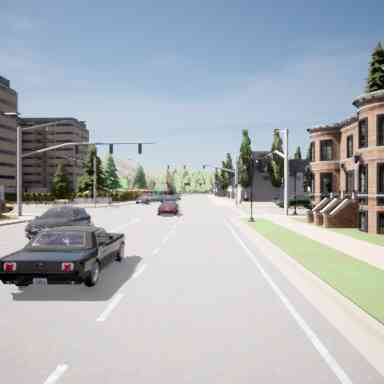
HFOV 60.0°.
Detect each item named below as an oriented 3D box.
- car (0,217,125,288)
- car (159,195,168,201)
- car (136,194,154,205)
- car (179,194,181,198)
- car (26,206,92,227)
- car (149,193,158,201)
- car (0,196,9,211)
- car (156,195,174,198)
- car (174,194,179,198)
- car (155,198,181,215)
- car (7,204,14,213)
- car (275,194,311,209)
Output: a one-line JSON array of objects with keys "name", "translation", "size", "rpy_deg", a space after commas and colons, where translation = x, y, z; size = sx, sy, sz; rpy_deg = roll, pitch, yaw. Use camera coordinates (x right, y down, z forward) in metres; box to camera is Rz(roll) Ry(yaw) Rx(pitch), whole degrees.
[{"name": "car", "translation": [-3.177, 1.604, 9.238], "size": [1.895, 1.301, 4.718], "rpy_deg": [0, 0, 0]}, {"name": "car", "translation": [-7.542, 1.580, 88.926], "size": [1.994, 1.385, 4.181], "rpy_deg": [0, 0, 2]}, {"name": "car", "translation": [-8.675, 1.509, 58.903], "size": [2.128, 1.511, 4.902], "rpy_deg": [0, 0, 3]}, {"name": "car", "translation": [-4.040, 1.384, 88.911], "size": [2.097, 1.767, 4.553], "rpy_deg": [0, 0, 2]}, {"name": "car", "translation": [-6.555, 1.512, 16.876], "size": [1.837, 1.490, 4.892], "rpy_deg": [0, 0, 2]}, {"name": "car", "translation": [-8.049, 1.564, 73.985], "size": [2.033, 1.411, 5.357], "rpy_deg": [0, 0, 2]}, {"name": "car", "translation": [-24.439, 1.364, 39.302], "size": [4.553, 1.767, 2.097], "rpy_deg": [0, 0, 2]}, {"name": "car", "translation": [-4.985, 1.621, 62.729], "size": [1.895, 1.301, 4.718], "rpy_deg": [0, 0, 2]}, {"name": "car", "translation": [-4.539, 1.524, 74.233], "size": [1.837, 1.490, 4.892], "rpy_deg": [0, 0, 2]}, {"name": "car", "translation": [-2.309, 1.575, 33.816], "size": [1.994, 1.385, 4.181], "rpy_deg": [0, 0, 2]}, {"name": "car", "translation": [-21.755, 1.489, 35.705], "size": [5.008, 1.535, 1.882], "rpy_deg": [1, 0, 2]}, {"name": "car", "translation": [14.133, 1.233, 44.796], "size": [5.566, 2.045, 2.150], "rpy_deg": [0, 0, 1]}]
